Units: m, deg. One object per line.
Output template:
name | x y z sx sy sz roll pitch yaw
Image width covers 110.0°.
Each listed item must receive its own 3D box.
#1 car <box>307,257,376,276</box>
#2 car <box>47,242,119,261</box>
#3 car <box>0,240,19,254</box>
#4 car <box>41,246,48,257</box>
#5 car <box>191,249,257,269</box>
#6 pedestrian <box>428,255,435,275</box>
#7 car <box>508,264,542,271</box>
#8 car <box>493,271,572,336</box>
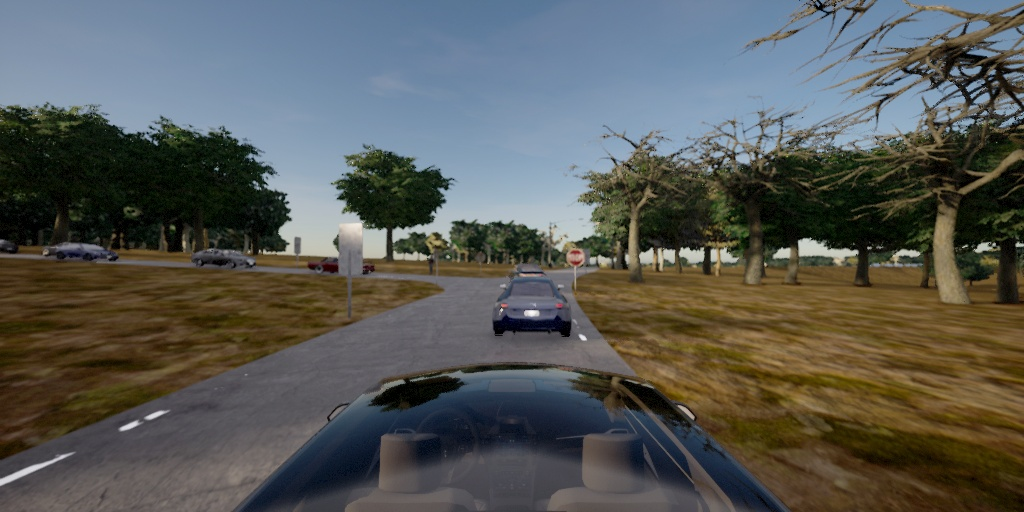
car | -12.966 0.762 27.506 4.718 1.301 1.895 2 -1 8
car | -36.557 -0.334 30.841 4.674 1.442 1.812 3 -1 8
car | -52.541 -0.988 36.205 4.674 1.442 1.812 3 -1 8
car | -42.877 -0.595 34.885 4.902 1.511 2.128 3 -1 8
car | -23.188 0.210 28.937 4.902 1.511 2.128 3 -1 8
pedestrian | -7.442 0.791 33.137 0.375 1.860 0.375 0 -4 8
car | 0.846 1.246 21.722 2.128 1.511 4.902 0 0 -6
car | 0.573 1.301 10.385 1.994 1.385 4.181 0 0 3
